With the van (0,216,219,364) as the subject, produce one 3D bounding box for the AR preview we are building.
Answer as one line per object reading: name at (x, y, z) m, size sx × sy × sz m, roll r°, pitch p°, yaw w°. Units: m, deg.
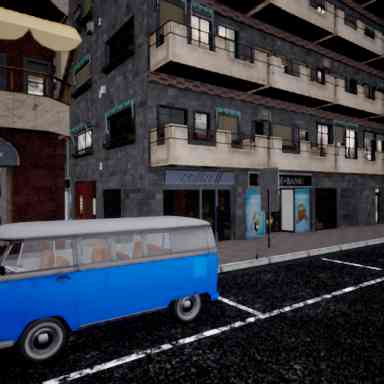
van at (-1.423, 1.341, 5.554) m, size 3.998 × 1.788 × 1.690 m, roll 0°, pitch 0°, yaw -35°
